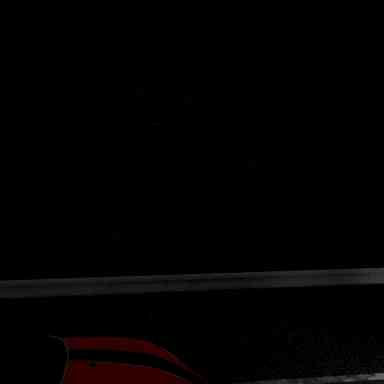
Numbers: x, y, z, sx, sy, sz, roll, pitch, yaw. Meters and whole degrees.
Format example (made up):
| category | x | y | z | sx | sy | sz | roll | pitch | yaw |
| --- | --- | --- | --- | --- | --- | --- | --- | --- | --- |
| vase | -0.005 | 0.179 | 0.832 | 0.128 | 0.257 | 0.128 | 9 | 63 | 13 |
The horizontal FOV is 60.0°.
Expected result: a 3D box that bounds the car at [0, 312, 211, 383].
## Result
| category | x | y | z | sx | sy | sz | roll | pitch | yaw |
| --- | --- | --- | --- | --- | --- | --- | --- | --- | --- |
| car | -1.874 | 1.352 | 1.640 | 4.553 | 1.767 | 2.097 | 0 | 0 | -6 |
